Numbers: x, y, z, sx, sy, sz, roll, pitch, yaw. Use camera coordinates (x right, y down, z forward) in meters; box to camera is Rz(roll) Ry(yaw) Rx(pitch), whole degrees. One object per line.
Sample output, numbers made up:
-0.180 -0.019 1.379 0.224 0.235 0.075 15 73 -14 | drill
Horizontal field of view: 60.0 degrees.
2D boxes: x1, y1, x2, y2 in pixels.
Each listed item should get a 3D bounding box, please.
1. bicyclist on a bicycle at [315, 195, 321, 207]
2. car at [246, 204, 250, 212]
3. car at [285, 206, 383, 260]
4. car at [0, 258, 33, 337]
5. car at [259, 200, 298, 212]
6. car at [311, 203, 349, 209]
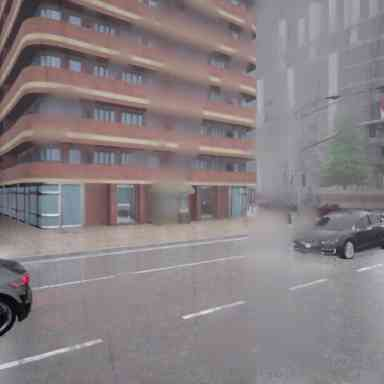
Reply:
17.779 1.301 46.912 1.656 1.620 0.582 0 0 -36 | bicyclist on a bicycle
4.634 1.525 38.686 1.812 1.442 4.674 0 0 -37 | car
5.840 1.501 12.538 4.892 1.490 1.837 -1 1 -36 | car
-4.689 1.564 4.928 4.181 1.385 1.994 0 0 -36 | car
9.875 1.601 37.430 1.895 1.301 4.718 0 0 -36 | car
12.542 1.601 27.887 1.895 1.301 4.718 0 0 -36 | car
